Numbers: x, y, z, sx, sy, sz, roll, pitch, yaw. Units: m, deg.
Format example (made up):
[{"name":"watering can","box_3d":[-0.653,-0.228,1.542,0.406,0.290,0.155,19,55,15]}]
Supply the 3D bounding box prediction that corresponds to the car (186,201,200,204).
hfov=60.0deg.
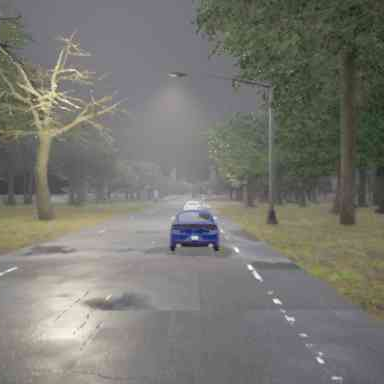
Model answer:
[{"name":"car","box_3d":[0.092,1.612,32.637,1.812,1.442,4.674,0,0,0]}]

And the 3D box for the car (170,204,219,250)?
[{"name":"car","box_3d":[0.096,1.499,14.450,1.882,1.535,5.008,0,0,0]}]
